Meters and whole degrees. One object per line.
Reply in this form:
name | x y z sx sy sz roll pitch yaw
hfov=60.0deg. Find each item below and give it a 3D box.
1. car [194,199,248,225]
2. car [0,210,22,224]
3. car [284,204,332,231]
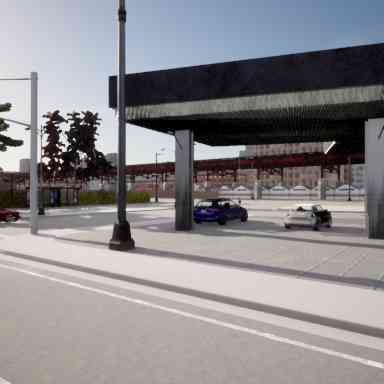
car | 2.057 1.295 22.982 2.242 1.667 4.611 0 0 37
car | -14.316 1.601 22.633 1.895 1.301 4.718 0 0 37
car | 7.136 1.456 20.192 1.970 1.475 3.806 0 0 37
